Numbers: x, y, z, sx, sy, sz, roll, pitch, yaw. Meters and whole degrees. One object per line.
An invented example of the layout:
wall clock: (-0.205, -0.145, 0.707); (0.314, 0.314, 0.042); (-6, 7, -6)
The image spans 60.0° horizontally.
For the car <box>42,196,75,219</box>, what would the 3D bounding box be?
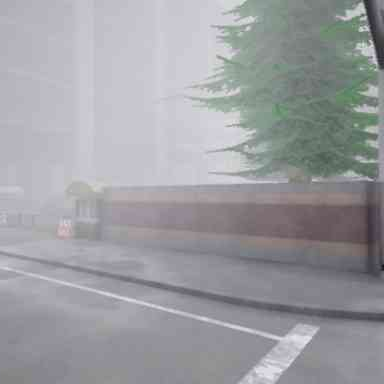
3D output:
car: (-10.782, 1.298, 27.636); (3.866, 1.878, 1.905); (0, 0, 36)
